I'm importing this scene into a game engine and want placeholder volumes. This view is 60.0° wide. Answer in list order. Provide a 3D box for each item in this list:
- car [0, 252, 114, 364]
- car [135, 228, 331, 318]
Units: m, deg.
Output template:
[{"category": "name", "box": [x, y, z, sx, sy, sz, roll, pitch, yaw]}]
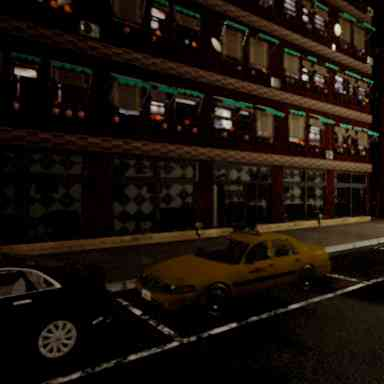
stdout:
[{"category": "car", "box": [-3.226, 1.551, 4.256, 4.403, 1.369, 2.008, 0, 0, -36]}, {"category": "car", "box": [1.145, 1.523, 7.375, 4.829, 1.417, 1.752, 0, 0, -36]}]
